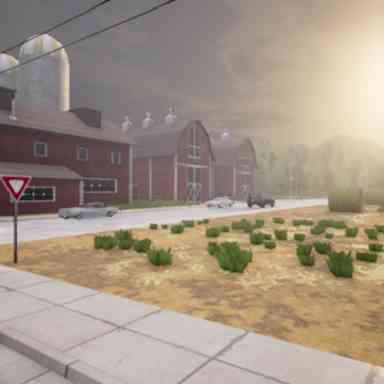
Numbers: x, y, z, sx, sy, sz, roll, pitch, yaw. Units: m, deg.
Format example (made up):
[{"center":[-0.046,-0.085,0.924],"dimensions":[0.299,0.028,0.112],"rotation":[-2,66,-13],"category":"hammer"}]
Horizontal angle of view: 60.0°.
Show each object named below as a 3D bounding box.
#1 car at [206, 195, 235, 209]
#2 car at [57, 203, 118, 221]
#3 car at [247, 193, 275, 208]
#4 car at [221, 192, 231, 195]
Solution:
[{"center":[3.676,1.453,43.925],"dimensions":[1.812,1.442,4.674],"rotation":[0,0,35],"category":"car"},{"center":[-8.270,1.528,26.690],"dimensions":[1.895,1.301,4.718],"rotation":[0,0,35],"category":"car"},{"center":[9.626,1.157,46.215],"dimensions":[2.150,2.045,5.566],"rotation":[0,0,36],"category":"car"},{"center":[5.684,1.063,54.097],"dimensions":[1.905,1.878,3.866],"rotation":[6,1,-8],"category":"car"}]
